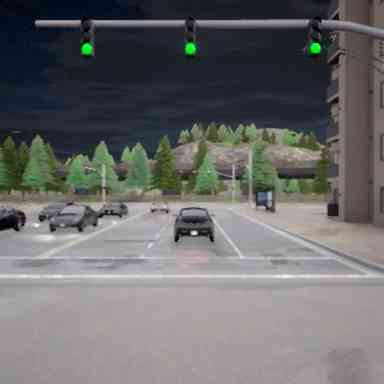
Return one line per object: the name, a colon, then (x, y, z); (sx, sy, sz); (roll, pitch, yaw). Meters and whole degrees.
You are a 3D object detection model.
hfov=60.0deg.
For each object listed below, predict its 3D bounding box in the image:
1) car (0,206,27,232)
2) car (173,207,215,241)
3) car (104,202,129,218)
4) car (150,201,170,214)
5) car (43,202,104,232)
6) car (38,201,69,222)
car: (-10.599, 1.503, 17.495); (2.128, 1.511, 4.902); (0, 0, 0)
car: (0.097, 1.516, 16.760); (1.837, 1.490, 4.892); (0, 0, 0)
car: (-7.071, 1.584, 30.368); (1.994, 1.385, 4.181); (0, 0, 0)
car: (-3.406, 1.625, 36.291); (1.895, 1.301, 4.718); (0, 0, 0)
car: (-7.096, 1.539, 20.455); (1.812, 1.442, 4.674); (0, 0, -1)
car: (-10.578, 1.522, 26.768); (1.837, 1.490, 4.892); (0, 0, 0)
